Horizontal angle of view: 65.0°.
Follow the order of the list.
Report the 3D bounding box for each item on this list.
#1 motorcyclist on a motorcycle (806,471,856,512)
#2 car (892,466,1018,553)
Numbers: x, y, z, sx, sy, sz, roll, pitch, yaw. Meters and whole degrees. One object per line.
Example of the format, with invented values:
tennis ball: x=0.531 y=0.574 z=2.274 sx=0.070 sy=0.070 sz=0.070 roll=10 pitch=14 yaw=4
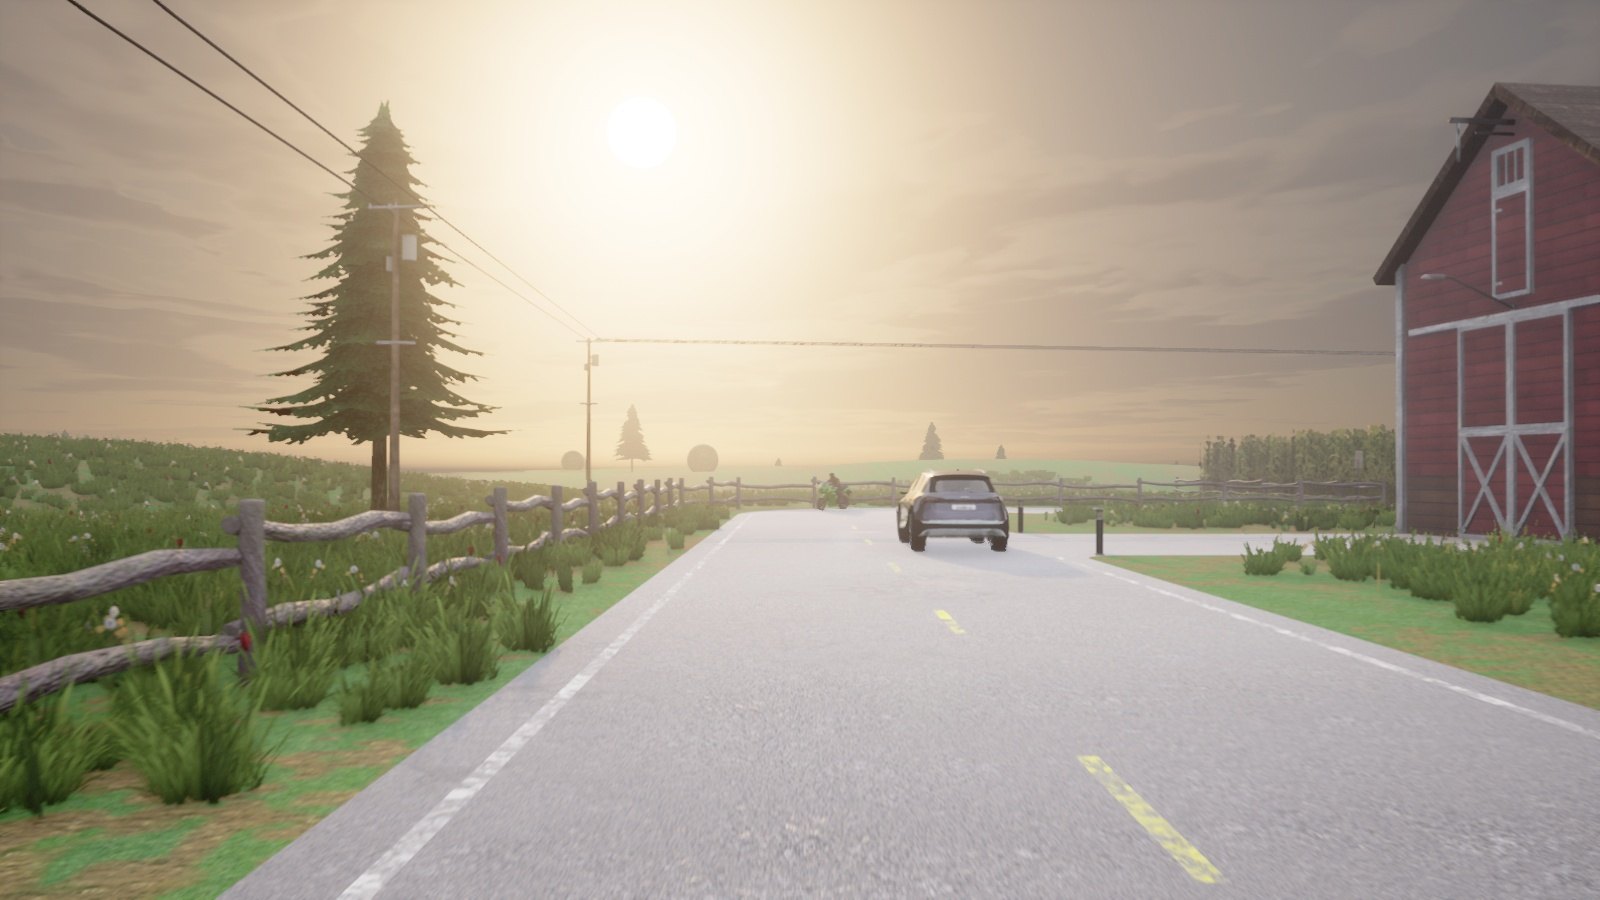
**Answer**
motorcyclist on a motorcycle: x=1.215 y=1.616 z=49.352 sx=0.797 sy=1.523 sz=2.044 roll=4 pitch=2 yaw=39
car: x=3.135 y=1.173 z=26.420 sx=2.033 sy=1.649 sz=4.856 roll=0 pitch=-1 yaw=0
